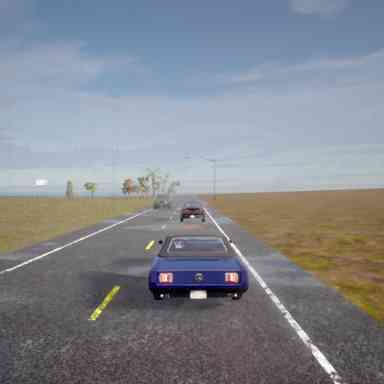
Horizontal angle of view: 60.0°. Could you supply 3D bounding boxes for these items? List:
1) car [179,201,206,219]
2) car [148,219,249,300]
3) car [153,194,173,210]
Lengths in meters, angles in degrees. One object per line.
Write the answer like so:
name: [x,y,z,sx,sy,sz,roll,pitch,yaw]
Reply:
car: [0.052,1.510,26.290,1.837,1.490,4.892,0,0,0]
car: [0.088,1.603,8.345,1.895,1.301,4.718,0,0,-1]
car: [-3.656,1.226,42.853,2.150,2.045,5.566,0,0,0]
